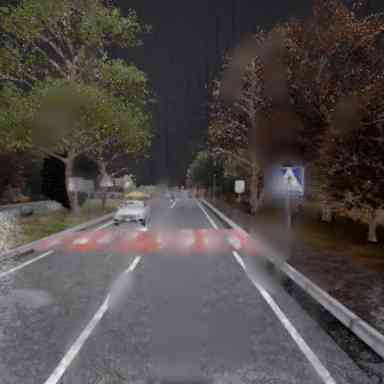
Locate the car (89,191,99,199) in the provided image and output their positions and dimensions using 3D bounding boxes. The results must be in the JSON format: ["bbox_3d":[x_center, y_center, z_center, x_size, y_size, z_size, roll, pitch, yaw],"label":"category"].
[{"bbox_3d":[-24.719,0.492,74.986,5.566,2.045,2.435,0,-1,-1],"label":"car"}]

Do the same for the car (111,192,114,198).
[{"bbox_3d":[-24.975,1.030,91.596,5.008,1.535,2.097,0,-1,-1],"label":"car"}]

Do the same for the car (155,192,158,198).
[{"bbox_3d":[-11.678,0.567,80.541,5.566,2.045,2.435,0,-1,-1],"label":"car"}]

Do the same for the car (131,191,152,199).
[{"bbox_3d":[-11.689,0.646,77.766,4.553,1.767,2.185,0,-1,-1],"label":"car"}]

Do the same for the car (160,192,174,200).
[{"bbox_3d":[-4.330,0.672,62.391,2.128,1.511,4.902,0,0,0],"label":"car"}]

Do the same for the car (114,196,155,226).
[{"bbox_3d":[-3.656,1.244,21.097,1.812,1.442,4.674,0,1,-1],"label":"car"}]

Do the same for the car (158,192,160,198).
[{"bbox_3d":[-11.905,1.015,91.637,5.008,1.535,2.097,0,-1,-1],"label":"car"}]

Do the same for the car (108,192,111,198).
[{"bbox_3d":[-24.925,0.979,88.701,5.008,1.535,2.097,0,-1,-1],"label":"car"}]

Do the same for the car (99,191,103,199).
[{"bbox_3d":[-24.781,0.835,80.517,4.892,1.521,2.231,0,-1,-1],"label":"car"}]

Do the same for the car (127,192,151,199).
[{"bbox_3d":[-11.567,0.697,72.217,4.892,1.521,2.231,0,-1,-1],"label":"car"}]

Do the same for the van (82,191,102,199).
[{"bbox_3d":[-24.953,0.657,83.289,4.442,1.987,1.878,0,-1,-1],"label":"van"}]

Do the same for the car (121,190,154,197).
[{"bbox_3d":[-11.328,0.667,69.452,5.366,1.575,1.946,0,-1,-1],"label":"car"}]

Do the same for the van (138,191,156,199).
[{"bbox_3d":[-11.968,0.740,88.863,4.442,1.987,1.878,0,-1,-1],"label":"van"}]
